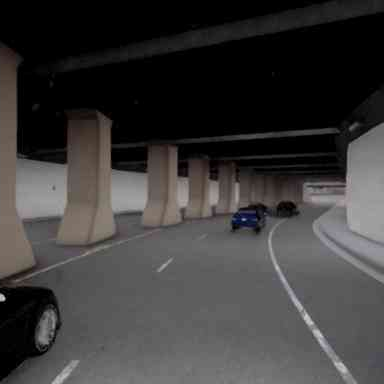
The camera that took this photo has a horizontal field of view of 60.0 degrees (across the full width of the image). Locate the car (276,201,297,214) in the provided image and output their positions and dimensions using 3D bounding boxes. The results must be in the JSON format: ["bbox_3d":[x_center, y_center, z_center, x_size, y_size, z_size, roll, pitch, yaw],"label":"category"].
[{"bbox_3d":[11.776,1.879,41.229,1.882,1.535,5.008,0,0,25],"label":"car"}]

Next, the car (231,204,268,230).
[{"bbox_3d":[3.986,1.764,22.873,2.033,1.411,5.357,0,-1,18],"label":"car"}]

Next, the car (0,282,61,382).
[{"bbox_3d":[-3.111,1.589,3.515,1.994,1.385,4.181,0,0,4],"label":"car"}]

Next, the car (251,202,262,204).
[{"bbox_3d":[8.125,1.960,41.650,1.994,1.385,4.181,0,0,25],"label":"car"}]
